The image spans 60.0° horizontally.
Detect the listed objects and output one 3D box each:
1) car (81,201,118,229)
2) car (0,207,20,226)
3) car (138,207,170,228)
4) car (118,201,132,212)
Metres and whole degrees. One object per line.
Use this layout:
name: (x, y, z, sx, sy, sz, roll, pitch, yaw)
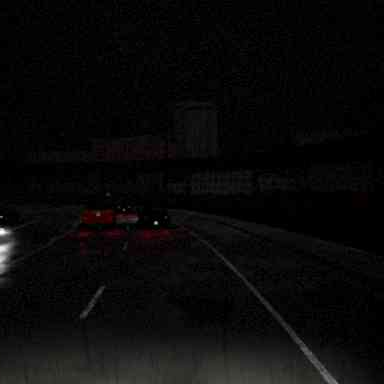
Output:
car: (-6.346, 1.446, 22.900, 2.097, 1.767, 4.553, 0, 0, -13)
car: (-13.964, 1.757, 24.108, 1.895, 1.301, 4.718, 0, 0, -16)
car: (-2.774, 1.672, 23.243, 1.895, 1.301, 4.718, 0, 0, -13)
car: (-8.650, 1.741, 39.400, 1.895, 1.301, 4.718, -1, 0, -27)
